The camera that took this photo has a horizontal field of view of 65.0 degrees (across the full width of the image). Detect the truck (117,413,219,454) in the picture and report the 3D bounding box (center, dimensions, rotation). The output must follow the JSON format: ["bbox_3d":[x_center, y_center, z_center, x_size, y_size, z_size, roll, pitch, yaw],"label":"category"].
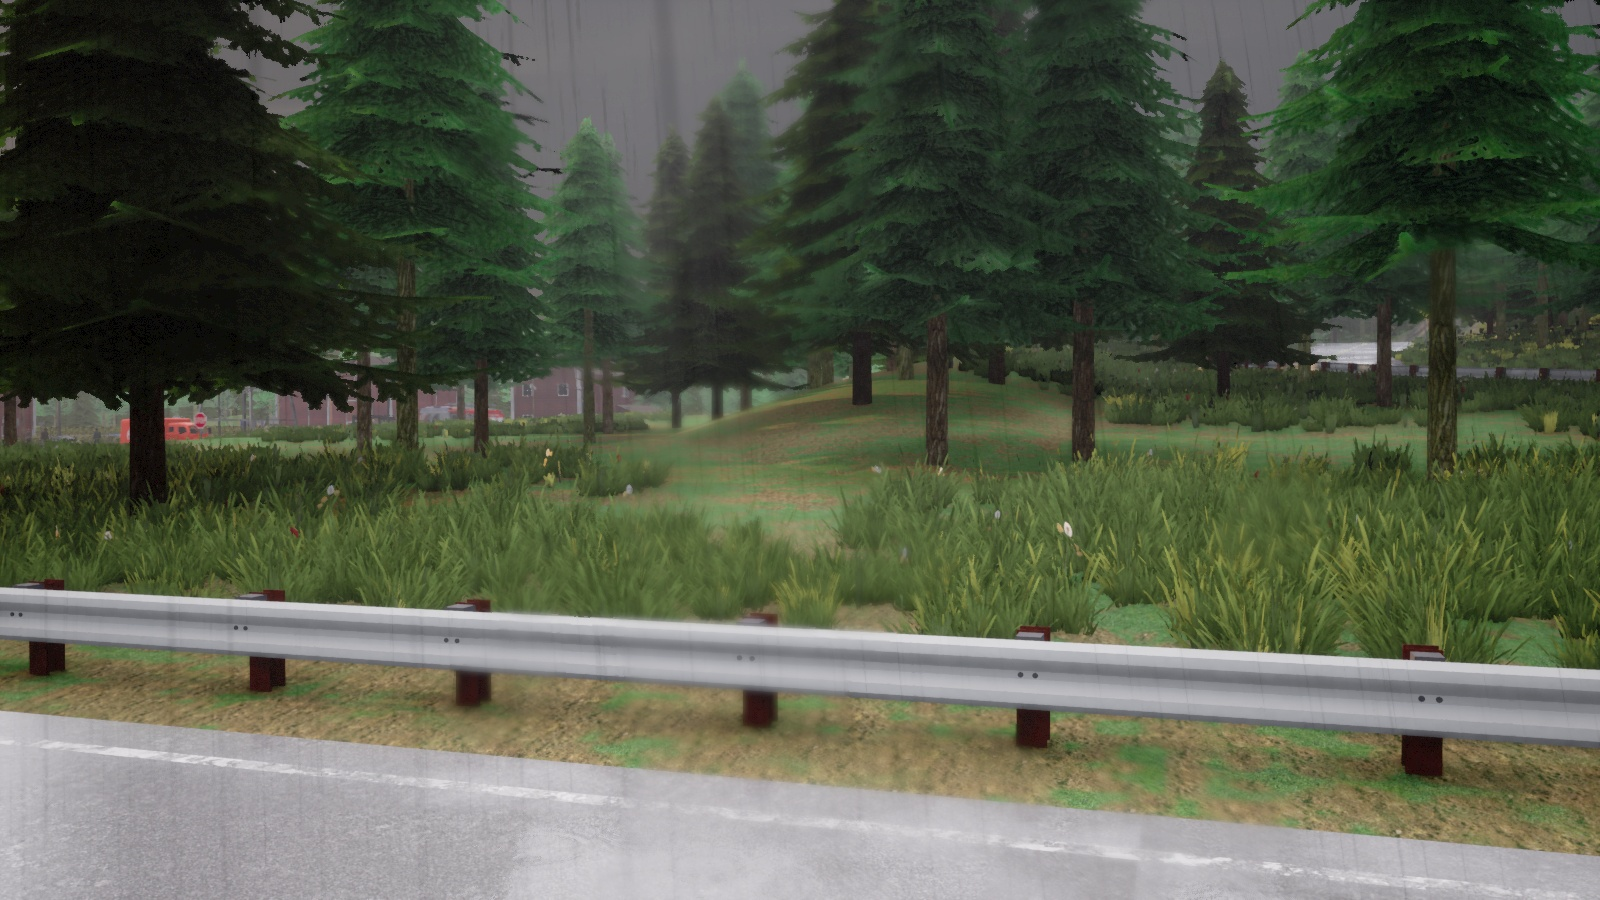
[{"bbox_3d":[-38.668,-1.002,76.877,5.204,2.467,2.627,0,1,19],"label":"truck"}]
